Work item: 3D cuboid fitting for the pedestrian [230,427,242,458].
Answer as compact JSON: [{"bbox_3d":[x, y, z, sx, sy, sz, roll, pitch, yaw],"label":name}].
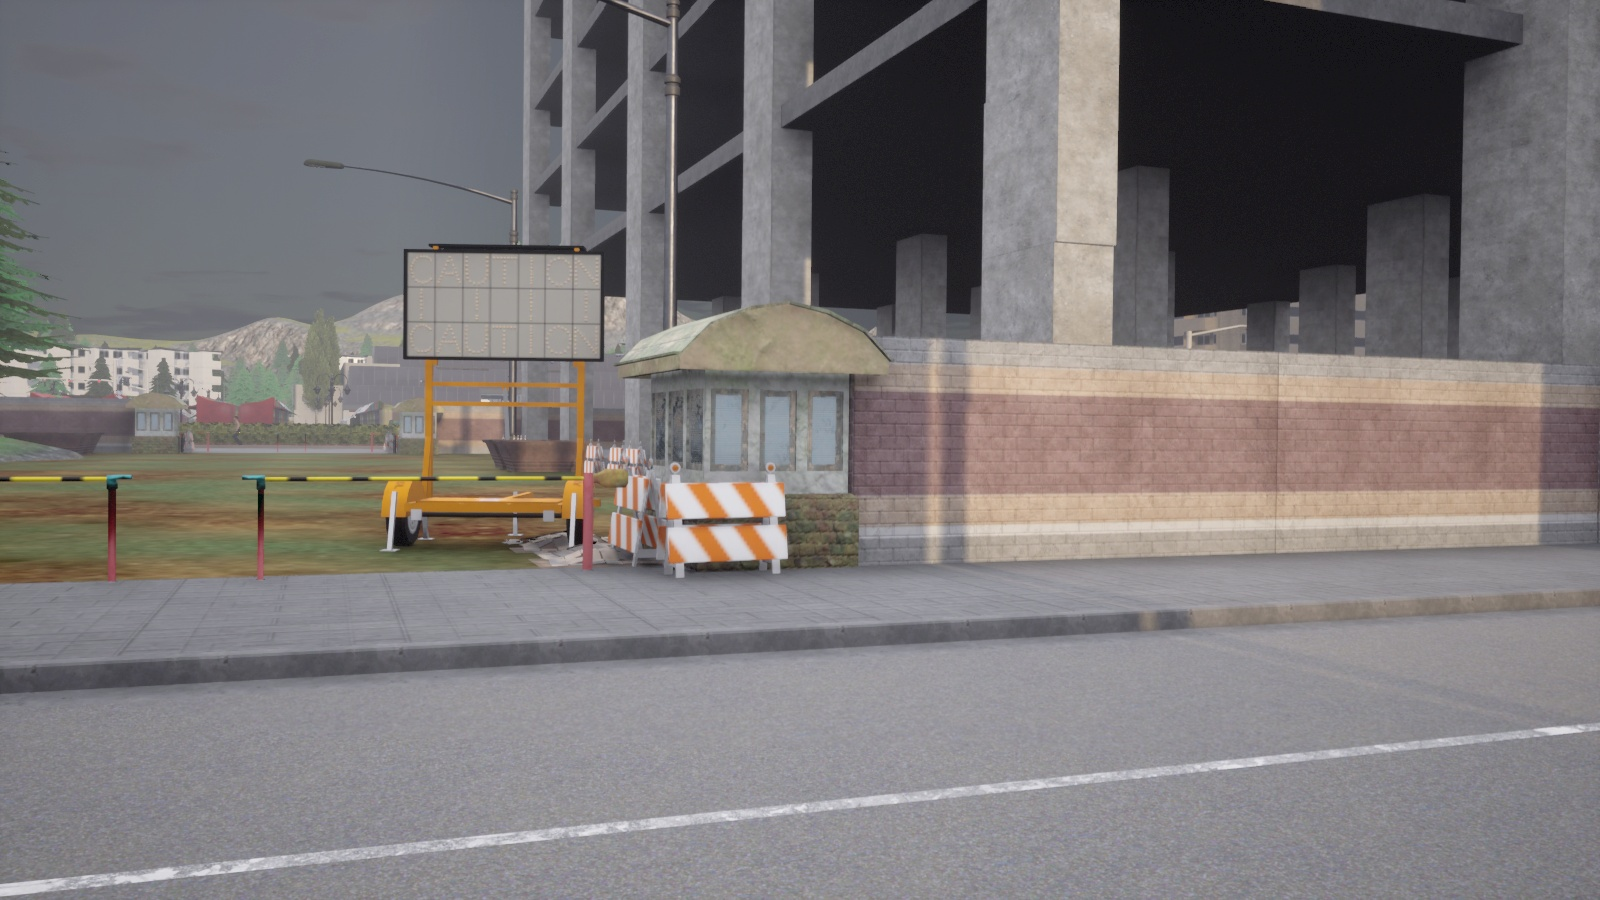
[{"bbox_3d":[-34.134,-0.472,75.995,0.594,1.836,0.345,-1,1,-20],"label":"pedestrian"}]
